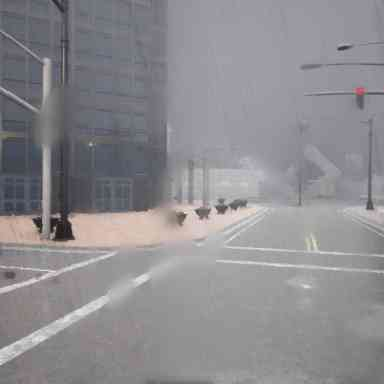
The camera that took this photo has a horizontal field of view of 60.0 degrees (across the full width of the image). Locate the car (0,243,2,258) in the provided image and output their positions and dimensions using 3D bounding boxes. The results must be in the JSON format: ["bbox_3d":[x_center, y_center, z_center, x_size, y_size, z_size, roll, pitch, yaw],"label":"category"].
[{"bbox_3d":[-7.682,1.193,8.618,5.566,2.045,2.150,0,0,18],"label":"car"}]
